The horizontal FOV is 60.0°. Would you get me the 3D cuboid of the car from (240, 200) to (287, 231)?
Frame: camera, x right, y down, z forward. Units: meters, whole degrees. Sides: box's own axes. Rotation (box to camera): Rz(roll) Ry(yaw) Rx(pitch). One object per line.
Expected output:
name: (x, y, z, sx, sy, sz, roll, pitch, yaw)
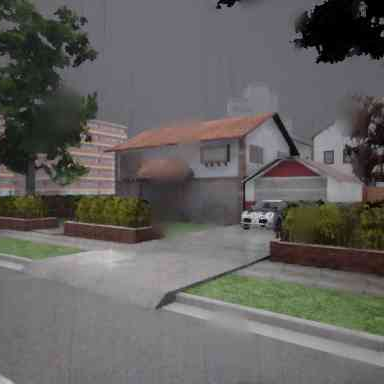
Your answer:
car: (4.101, 1.168, 17.378, 1.970, 1.475, 3.806, 0, 0, 36)
